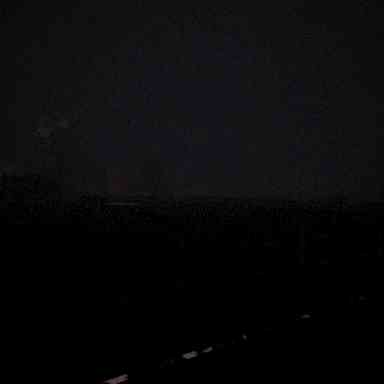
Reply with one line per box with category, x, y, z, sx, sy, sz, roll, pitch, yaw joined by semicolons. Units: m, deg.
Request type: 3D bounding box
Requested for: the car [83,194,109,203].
car;-15.256;1.022;53.142;4.718;1.301;1.895;1;-1;34
